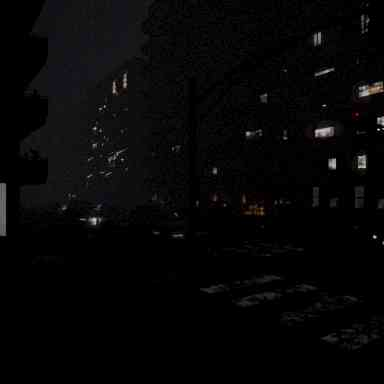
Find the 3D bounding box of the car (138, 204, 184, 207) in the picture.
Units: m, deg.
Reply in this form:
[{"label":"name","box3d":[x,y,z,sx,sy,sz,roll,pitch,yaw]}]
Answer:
[{"label":"car","box3d":[-2.911,1.754,25.970,2.097,1.767,4.553,0,-1,-36]}]

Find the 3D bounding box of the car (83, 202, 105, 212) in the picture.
[{"label":"car","box3d":[-16.326,2.432,55.091,1.882,1.535,5.008,0,-1,-36]}]

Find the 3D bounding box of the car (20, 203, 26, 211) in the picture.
[{"label":"car","box3d":[-31.801,2.769,61.365,1.887,1.381,4.507,-1,0,-36]}]

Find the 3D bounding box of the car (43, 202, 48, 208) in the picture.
[{"label":"car","box3d":[-31.729,2.972,75.483,1.947,1.339,4.313,-1,0,-36]}]

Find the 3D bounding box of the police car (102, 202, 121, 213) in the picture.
[{"label":"police car","box3d":[-12.286,2.256,49.510,1.930,1.638,5.238,0,-1,-36]}]

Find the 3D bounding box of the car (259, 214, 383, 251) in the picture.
[{"label":"car","box3d":[5.719,1.695,15.093,5.357,1.411,2.033,-1,-1,44]}]

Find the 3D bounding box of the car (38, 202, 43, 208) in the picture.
[{"label":"car","box3d":[-35.055,3.049,80.068,1.887,1.381,4.507,-1,0,-36]}]

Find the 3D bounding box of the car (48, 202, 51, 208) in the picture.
[{"label":"car","box3d":[-28.411,2.623,70.900,2.192,1.841,5.009,-1,0,-36]}]

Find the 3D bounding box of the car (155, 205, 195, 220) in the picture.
[{"label":"car","box3d":[-1.802,2.045,34.223,1.887,1.381,4.507,-1,0,-36]}]

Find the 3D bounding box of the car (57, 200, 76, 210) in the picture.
[{"label":"car","box3d":[-25.085,2.523,66.314,2.192,1.841,5.009,-1,0,-36]}]

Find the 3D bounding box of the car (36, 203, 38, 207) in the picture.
[{"label":"car","box3d":[-38.376,3.167,84.655,1.947,1.339,4.313,-1,0,-36]}]

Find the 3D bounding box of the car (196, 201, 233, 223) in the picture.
[{"label":"car","box3d":[1.517,1.713,29.640,2.192,1.841,5.009,-1,0,-36]}]

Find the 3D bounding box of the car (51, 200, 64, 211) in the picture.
[{"label":"car","box3d":[-23.196,2.600,59.386,1.837,1.490,4.892,0,-1,-36]}]

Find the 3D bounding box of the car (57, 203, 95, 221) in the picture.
[{"label":"car","box3d":[-11.848,2.163,33.857,1.887,1.381,4.507,-1,0,-36]}]

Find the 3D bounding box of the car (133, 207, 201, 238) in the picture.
[{"label":"car","box3d":[-1.773,1.833,19.966,1.752,1.417,4.829,-1,0,-36]}]

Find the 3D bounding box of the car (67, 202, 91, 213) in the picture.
[{"label":"car","box3d":[-17.665,2.418,51.760,2.128,1.511,4.902,0,-1,-36]}]

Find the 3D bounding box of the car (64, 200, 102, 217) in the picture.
[{"label":"car","box3d":[-13.301,1.946,40.320,2.150,2.045,5.566,0,-1,-36]}]
